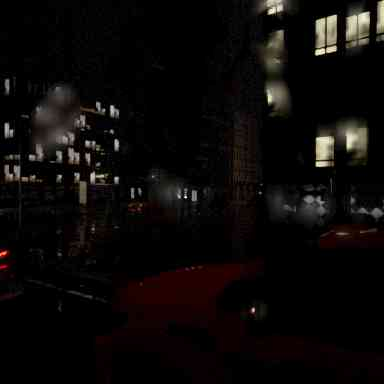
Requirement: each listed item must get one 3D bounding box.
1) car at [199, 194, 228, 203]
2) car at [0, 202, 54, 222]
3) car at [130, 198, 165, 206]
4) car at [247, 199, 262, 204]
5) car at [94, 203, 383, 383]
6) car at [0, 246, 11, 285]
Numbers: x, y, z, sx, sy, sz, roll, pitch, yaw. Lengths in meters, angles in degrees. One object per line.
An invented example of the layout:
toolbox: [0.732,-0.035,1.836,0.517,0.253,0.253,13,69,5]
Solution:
car: [3.286,1.397,50.188,2.150,2.045,5.566,1,0,37]
car: [-13.731,1.573,27.375,1.812,1.442,4.674,1,0,37]
car: [-5.205,1.464,38.824,2.097,1.767,4.553,1,0,37]
car: [10.970,1.789,55.216,2.033,1.411,5.357,1,0,36]
car: [1.707,1.222,2.468,5.566,2.045,2.150,0,0,35]
car: [-6.195,1.522,8.086,4.674,1.442,1.812,0,0,35]
